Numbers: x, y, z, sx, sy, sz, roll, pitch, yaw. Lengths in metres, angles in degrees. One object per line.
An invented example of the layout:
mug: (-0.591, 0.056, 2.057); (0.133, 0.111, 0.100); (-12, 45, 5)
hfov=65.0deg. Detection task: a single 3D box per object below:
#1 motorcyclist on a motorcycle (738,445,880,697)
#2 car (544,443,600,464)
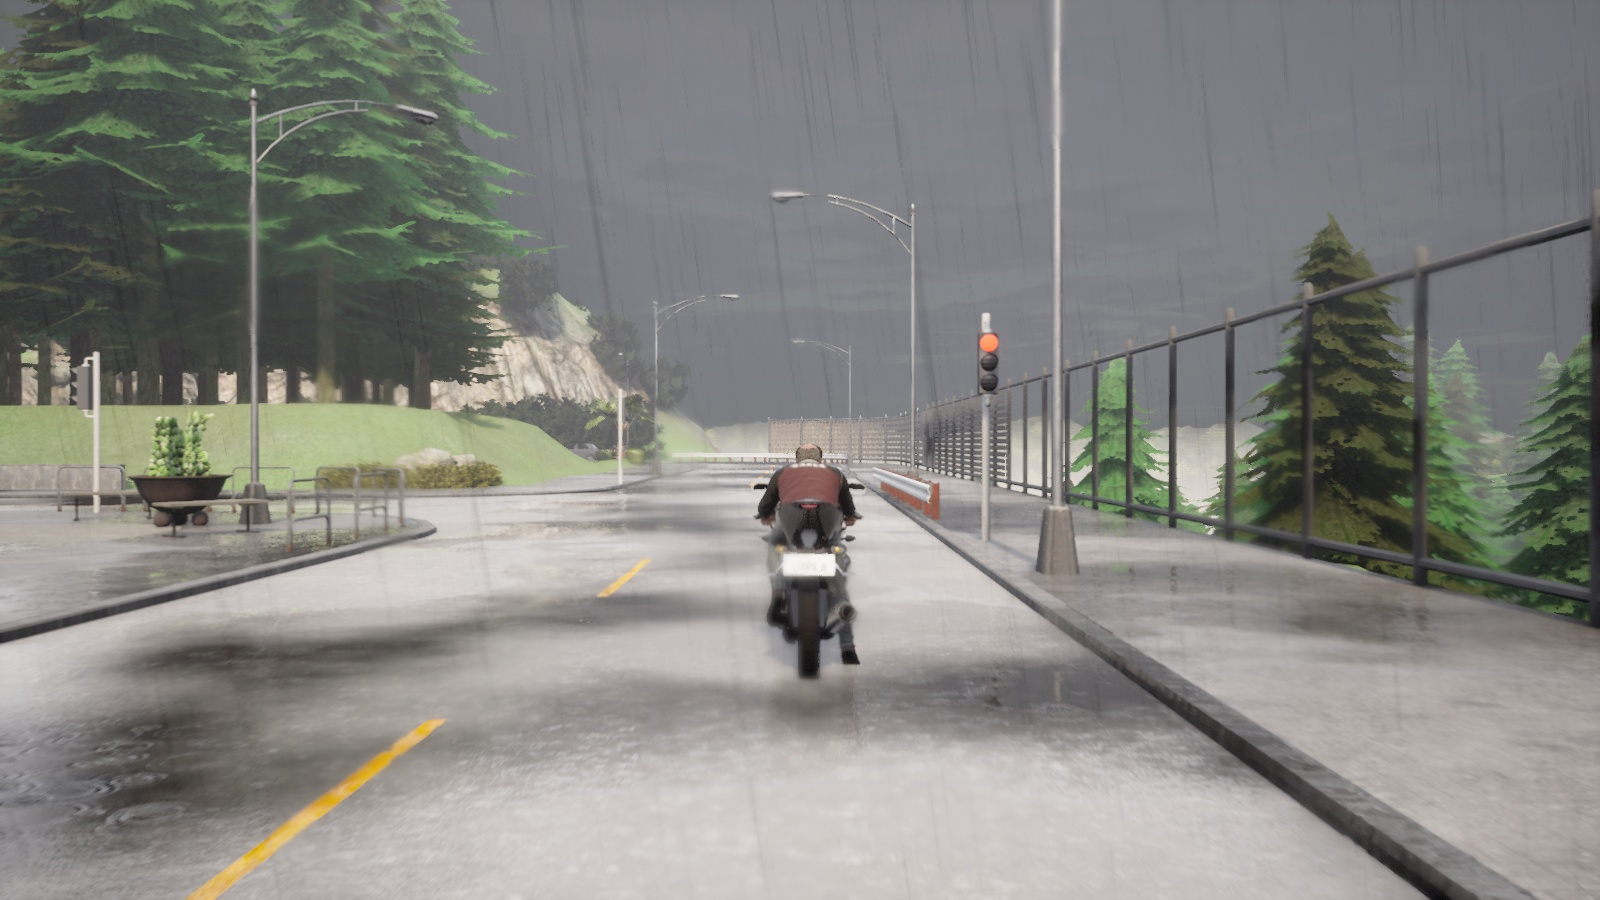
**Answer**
motorcyclist on a motorcycle: (0.062, 0.732, 8.745); (0.866, 1.530, 2.191); (0, 0, 0)
car: (-16.194, 0.239, 89.244); (3.633, 1.501, 1.845); (0, 0, 1)
